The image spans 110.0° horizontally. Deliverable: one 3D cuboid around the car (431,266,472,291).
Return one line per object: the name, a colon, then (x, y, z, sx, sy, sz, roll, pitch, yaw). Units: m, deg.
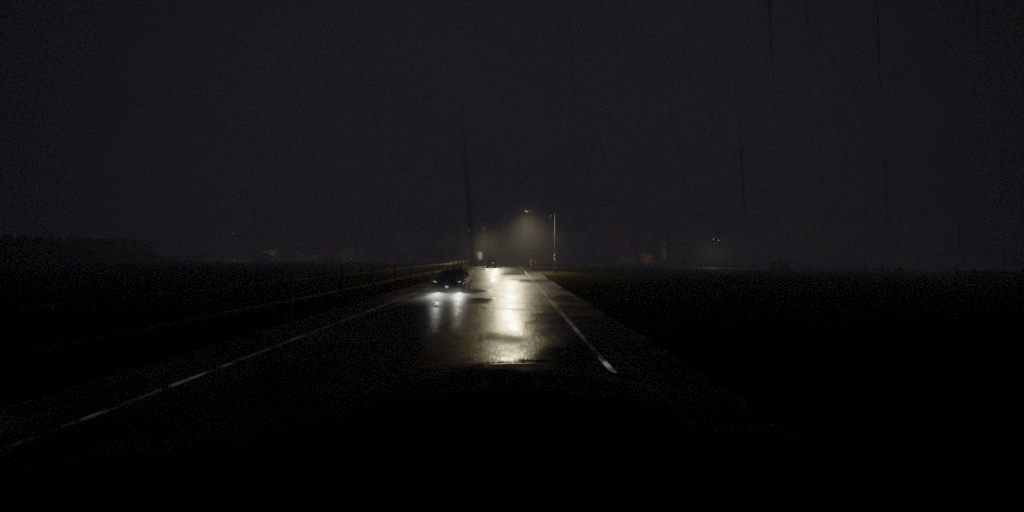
car: (-3.599, 1.327, 22.445, 2.033, 1.411, 5.357, 0, 0, 0)

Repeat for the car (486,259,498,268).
car: (-3.534, 1.344, 62.804, 1.837, 1.490, 4.892, 0, 0, 1)
